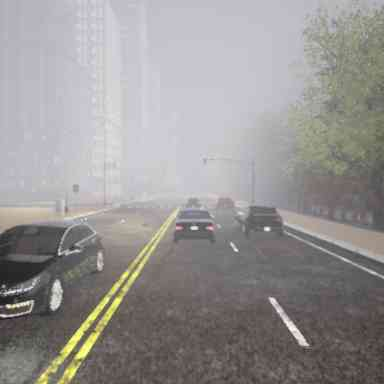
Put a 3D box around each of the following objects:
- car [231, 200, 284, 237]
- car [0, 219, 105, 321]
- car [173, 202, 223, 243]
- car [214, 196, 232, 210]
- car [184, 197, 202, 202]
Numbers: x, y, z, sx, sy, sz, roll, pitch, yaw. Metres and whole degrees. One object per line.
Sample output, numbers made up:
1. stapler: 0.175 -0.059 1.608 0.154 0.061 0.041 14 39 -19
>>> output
1. car: 3.348 1.369 17.180 1.837 1.490 4.892 0 1 0
2. car: -3.333 1.445 7.439 1.837 1.490 4.892 0 0 0
3. car: 0.094 1.425 15.377 2.033 1.411 5.357 0 0 0
4. car: 3.368 1.201 35.196 1.882 1.535 5.008 0 0 0
5. car: 0.119 1.247 35.438 1.812 1.442 4.674 0 0 0
